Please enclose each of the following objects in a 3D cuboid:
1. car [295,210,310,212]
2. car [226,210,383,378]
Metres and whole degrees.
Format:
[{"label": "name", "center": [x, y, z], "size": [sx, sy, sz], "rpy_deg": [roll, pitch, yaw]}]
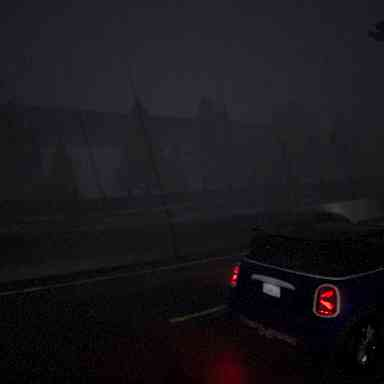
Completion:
[{"label": "car", "center": [4.153, 1.336, 11.042], "size": [5.008, 1.535, 1.882], "rpy_deg": [-3, 2, -36]}, {"label": "car", "center": [2.815, 1.318, 5.771], "size": [4.553, 1.767, 2.097], "rpy_deg": [-1, 1, -36]}]
